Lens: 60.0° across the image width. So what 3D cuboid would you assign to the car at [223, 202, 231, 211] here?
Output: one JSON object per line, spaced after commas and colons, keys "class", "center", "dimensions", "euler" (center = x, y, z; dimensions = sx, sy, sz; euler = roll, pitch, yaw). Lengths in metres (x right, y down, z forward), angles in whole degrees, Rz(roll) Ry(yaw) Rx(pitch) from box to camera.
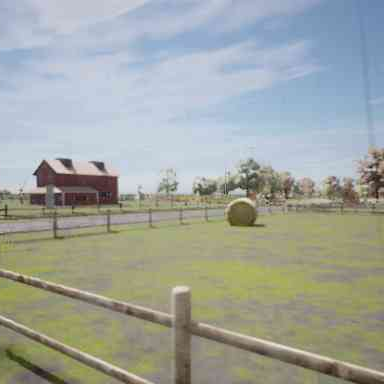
{"class": "car", "center": [6.988, 2.323, 54.947], "dimensions": [1.882, 1.535, 5.008], "euler": [-1, -1, 36]}
